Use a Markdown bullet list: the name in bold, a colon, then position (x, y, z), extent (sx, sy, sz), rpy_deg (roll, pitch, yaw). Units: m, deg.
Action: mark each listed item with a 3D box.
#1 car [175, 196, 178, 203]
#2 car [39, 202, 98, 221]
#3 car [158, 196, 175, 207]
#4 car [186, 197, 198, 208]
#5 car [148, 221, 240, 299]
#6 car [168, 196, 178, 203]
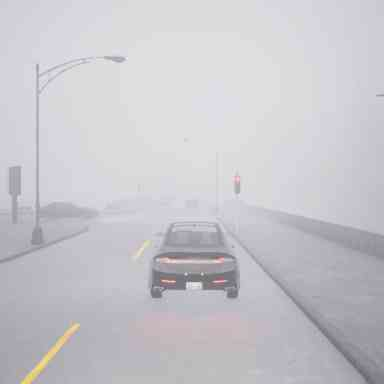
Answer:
- **car**: position (-4.094, 1.601, 60.526), extent (1.895, 1.301, 4.718), rpy_deg (0, 0, 0)
- **car**: position (-9.988, 1.525, 26.875), extent (4.674, 1.442, 1.812), rpy_deg (0, 0, -5)
- **car**: position (-4.118, 1.547, 50.860), extent (2.033, 1.411, 5.357), rpy_deg (0, 0, 0)
- **car**: position (0.025, 1.491, 49.146), extent (2.128, 1.511, 4.902), rpy_deg (0, 0, 1)
- **car**: position (0.059, 1.492, 8.469), extent (2.128, 1.511, 4.902), rpy_deg (0, 0, 0)
- **car**: position (-4.029, 1.552, 70.343), extent (1.994, 1.385, 4.181), rpy_deg (0, 0, 0)
